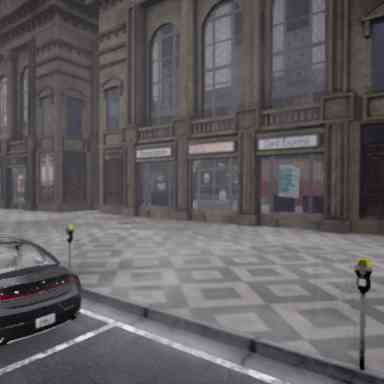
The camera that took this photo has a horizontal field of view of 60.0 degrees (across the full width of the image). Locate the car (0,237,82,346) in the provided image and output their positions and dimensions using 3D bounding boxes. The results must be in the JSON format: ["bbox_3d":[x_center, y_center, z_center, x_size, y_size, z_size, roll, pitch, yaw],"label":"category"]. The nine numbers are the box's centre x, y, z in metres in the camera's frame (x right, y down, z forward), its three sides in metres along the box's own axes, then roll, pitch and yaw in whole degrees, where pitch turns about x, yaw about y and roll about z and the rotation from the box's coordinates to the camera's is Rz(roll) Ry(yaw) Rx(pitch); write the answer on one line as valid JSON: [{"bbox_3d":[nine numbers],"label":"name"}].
[{"bbox_3d":[-3.702,1.448,5.705,4.403,1.369,2.008,1,1,36],"label":"car"}]
